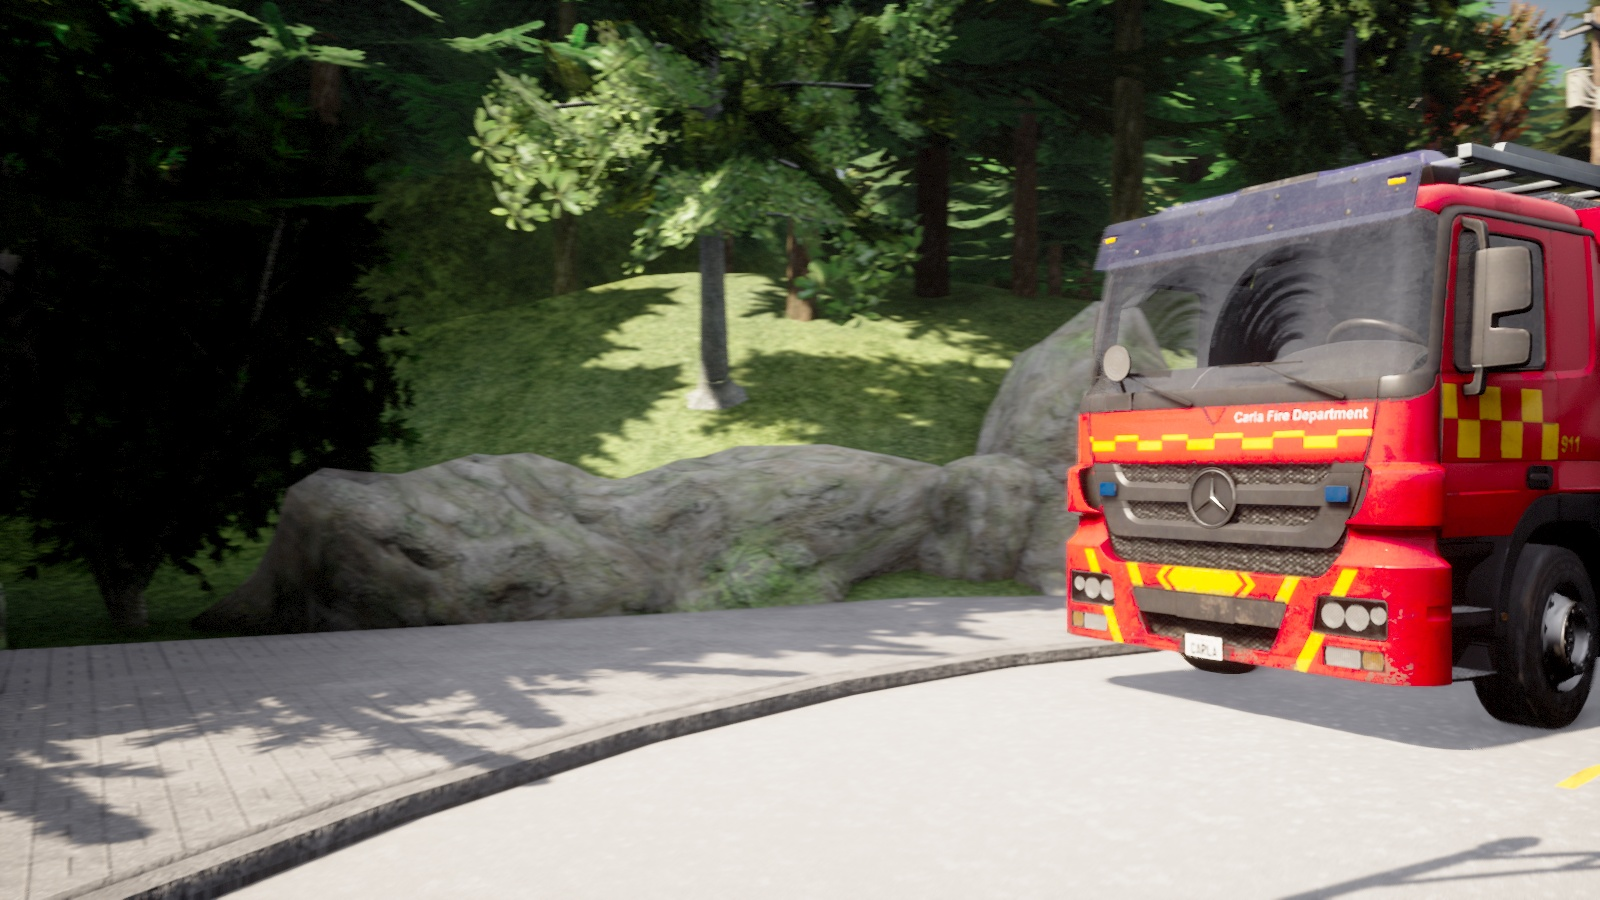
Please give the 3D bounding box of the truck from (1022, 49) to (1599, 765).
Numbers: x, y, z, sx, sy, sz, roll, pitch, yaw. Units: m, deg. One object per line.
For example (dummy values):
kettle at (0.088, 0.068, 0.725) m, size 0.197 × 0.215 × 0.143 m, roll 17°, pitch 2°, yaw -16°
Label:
truck at (5.996, -0.184, 10.152) m, size 8.468 × 3.827 × 2.891 m, roll 0°, pitch -1°, yaw -31°
